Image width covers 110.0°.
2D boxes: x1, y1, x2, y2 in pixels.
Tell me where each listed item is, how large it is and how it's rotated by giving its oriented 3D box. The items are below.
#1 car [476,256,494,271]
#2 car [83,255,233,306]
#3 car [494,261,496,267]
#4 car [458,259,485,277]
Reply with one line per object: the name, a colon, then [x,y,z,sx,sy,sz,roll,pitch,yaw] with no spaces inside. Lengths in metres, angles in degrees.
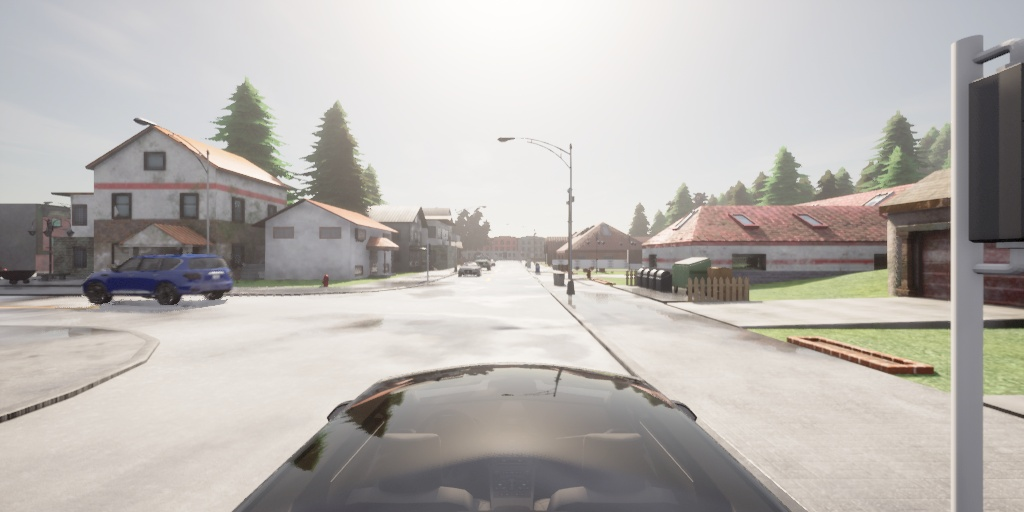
car: [-4.080,0.963,49.640,2.150,2.045,5.566,0,0,0]
car: [-15.048,0.969,15.407,5.566,2.045,2.150,0,0,8]
car: [-3.982,1.313,65.061,1.994,1.385,4.181,0,0,0]
car: [-4.089,1.307,35.454,1.994,1.385,4.181,0,0,0]
